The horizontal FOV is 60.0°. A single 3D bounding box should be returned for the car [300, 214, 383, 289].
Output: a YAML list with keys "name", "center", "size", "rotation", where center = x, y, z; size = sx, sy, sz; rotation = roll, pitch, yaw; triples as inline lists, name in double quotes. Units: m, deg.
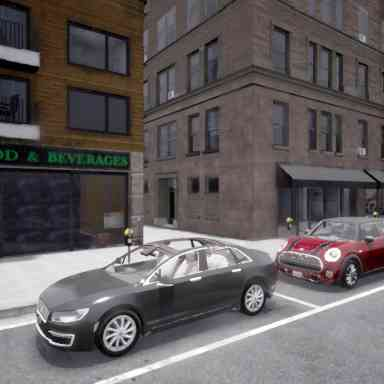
- name: "car"
  center: [4.146, 1.442, 9.115]
  size: [4.097, 1.590, 1.967]
  rotation: [0, 0, -35]

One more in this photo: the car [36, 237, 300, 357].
- name: "car"
  center: [-0.357, 1.551, 5.924]
  size: [4.403, 1.369, 2.008]
  rotation: [0, 0, -35]
